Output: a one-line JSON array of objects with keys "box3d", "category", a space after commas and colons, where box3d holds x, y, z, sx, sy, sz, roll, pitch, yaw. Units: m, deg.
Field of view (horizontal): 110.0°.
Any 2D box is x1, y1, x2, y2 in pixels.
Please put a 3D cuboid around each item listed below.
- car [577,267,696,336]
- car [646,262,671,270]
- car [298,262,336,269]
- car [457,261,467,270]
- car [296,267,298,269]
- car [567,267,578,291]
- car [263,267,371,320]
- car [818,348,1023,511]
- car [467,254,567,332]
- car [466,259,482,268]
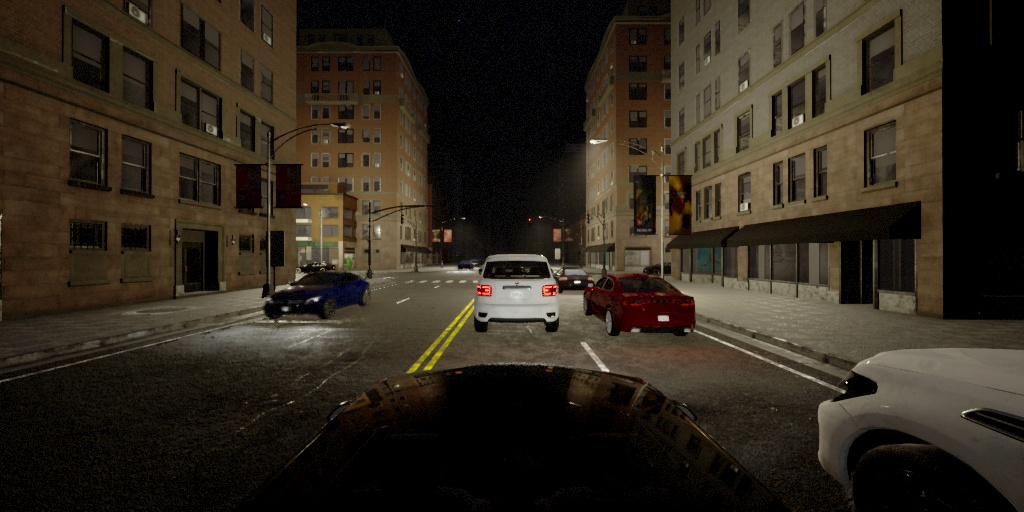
[{"box3d": [3.362, 1.228, 10.397, 1.882, 1.535, 5.008, 0, 0, 0], "category": "car"}, {"box3d": [16.085, 1.351, 37.847, 4.181, 1.385, 1.994, 0, 0, 0], "category": "car"}, {"box3d": [-22.070, 1.326, 40.283, 4.313, 1.339, 1.948, 0, 0, 0], "category": "car"}, {"box3d": [-6.529, 1.344, 50.824, 1.895, 1.301, 4.718, 0, 0, 0], "category": "car"}, {"box3d": [-22.123, 1.169, 32.258, 4.097, 1.591, 1.967, 0, 0, 0], "category": "car"}, {"box3d": [3.376, 1.313, 20.485, 1.994, 1.385, 4.181, 0, 0, 0], "category": "car"}, {"box3d": [-6.593, 1.275, 12.761, 1.812, 1.442, 4.674, 0, 0, 0], "category": "car"}, {"box3d": [3.347, 0.972, 0.237, 2.150, 2.045, 5.566, 0, 0, 0], "category": "car"}, {"box3d": [0.116, 0.971, 10.963, 2.150, 2.045, 5.566, 0, 0, 0], "category": "car"}, {"box3d": [-6.492, 1.227, 61.778, 2.128, 1.511, 4.902, 0, 1, 0], "category": "car"}]
